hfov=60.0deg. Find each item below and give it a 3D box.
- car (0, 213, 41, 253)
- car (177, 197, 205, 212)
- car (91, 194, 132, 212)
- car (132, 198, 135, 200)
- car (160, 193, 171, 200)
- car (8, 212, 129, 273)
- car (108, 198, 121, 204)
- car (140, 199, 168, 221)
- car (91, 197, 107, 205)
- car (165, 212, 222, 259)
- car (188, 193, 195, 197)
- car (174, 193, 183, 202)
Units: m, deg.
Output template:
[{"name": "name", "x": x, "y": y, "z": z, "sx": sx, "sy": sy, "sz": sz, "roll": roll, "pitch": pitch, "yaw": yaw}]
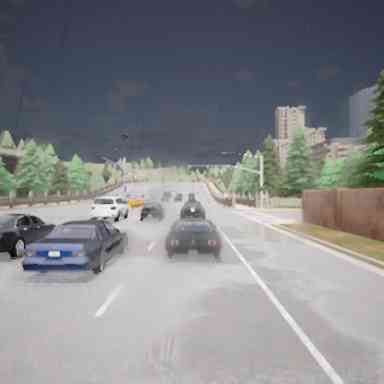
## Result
[{"name": "car", "x": -6.936, "y": 1.592, "z": 13.087, "sx": 1.837, "sy": 1.490, "sz": 4.892, "roll": 0, "pitch": -1, "yaw": 0}, {"name": "car", "x": 0.075, "y": 1.551, "z": 29.306, "sx": 2.097, "sy": 1.767, "sz": 4.553, "roll": 0, "pitch": -1, "yaw": 0}, {"name": "car", "x": -6.928, "y": 1.418, "z": 28.473, "sx": 2.150, "sy": 2.045, "sz": 5.566, "roll": 0, "pitch": 0, "yaw": 0}, {"name": "car", "x": -14.033, "y": 1.992, "z": 75.571, "sx": 1.812, "sy": 1.442, "sz": 4.674, "roll": 0, "pitch": 1, "yaw": 0}, {"name": "car", "x": -7.090, "y": 1.725, "z": 86.115, "sx": 1.895, "sy": 1.301, "sz": 4.718, "roll": 0, "pitch": 3, "yaw": 0}, {"name": "car", "x": -3.455, "y": 1.623, "z": 10.908, "sx": 2.033, "sy": 1.411, "sz": 5.357, "roll": 0, "pitch": 0, "yaw": 1}, {"name": "car", "x": -17.533, "y": 2.063, "z": 75.525, "sx": 1.895, "sy": 1.301, "sz": 4.718, "roll": 0, "pitch": 1, "yaw": 0}, {"name": "car", "x": -3.422, "y": 1.709, "z": 29.711, "sx": 1.837, "sy": 1.490, "sz": 4.892, "roll": 0, "pitch": 0, "yaw": 0}, {"name": "car", "x": -21.033, "y": 2.007, "z": 75.537, "sx": 2.033, "sy": 1.411, "sz": 5.357, "roll": 0, "pitch": 1, "yaw": 0}, {"name": "car", "x": 0.064, "y": 1.690, "z": 13.049, "sx": 1.895, "sy": 1.301, "sz": 4.718, "roll": 0, "pitch": 0, "yaw": 0}, {"name": "car", "x": -0.087, "y": 1.692, "z": 85.703, "sx": 2.033, "sy": 1.411, "sz": 5.357, "roll": 0, "pitch": 3, "yaw": 0}, {"name": "car", "x": -3.590, "y": 1.656, "z": 86.100, "sx": 2.128, "sy": 1.511, "sz": 4.902, "roll": 0, "pitch": 3, "yaw": 0}]
